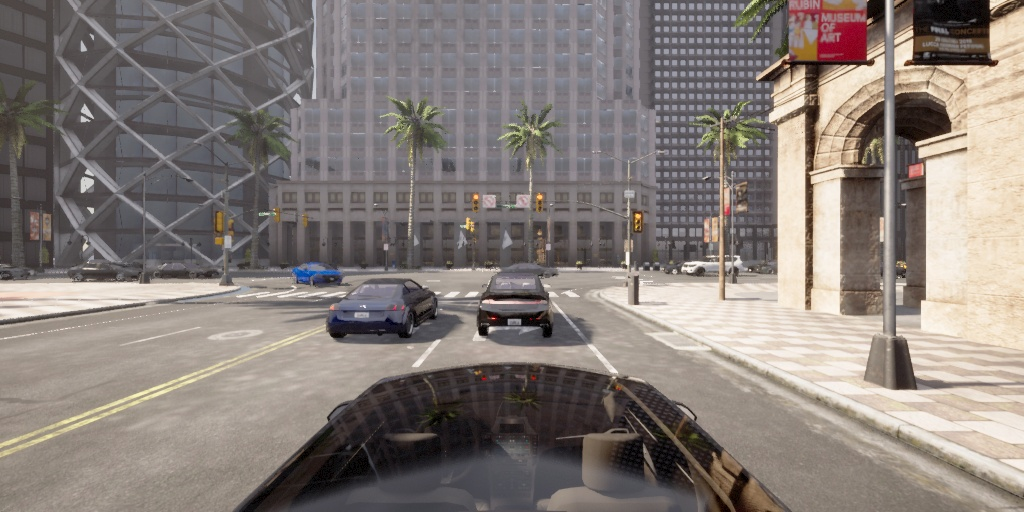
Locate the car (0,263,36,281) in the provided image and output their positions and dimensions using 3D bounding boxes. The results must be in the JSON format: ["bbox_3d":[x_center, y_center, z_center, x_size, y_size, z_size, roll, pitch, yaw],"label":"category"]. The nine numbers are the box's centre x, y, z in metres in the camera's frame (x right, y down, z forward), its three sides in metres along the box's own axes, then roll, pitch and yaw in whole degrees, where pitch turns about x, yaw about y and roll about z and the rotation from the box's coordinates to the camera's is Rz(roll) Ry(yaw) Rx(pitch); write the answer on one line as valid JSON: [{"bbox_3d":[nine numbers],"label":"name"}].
[{"bbox_3d":[-42.499,1.244,29.069,4.902,1.511,2.128,0,0,-25],"label":"car"}]

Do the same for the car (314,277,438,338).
[{"bbox_3d":[-3.415,1.314,10.183,1.994,1.385,4.181,0,0,0],"label":"car"}]

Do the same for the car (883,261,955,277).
[{"bbox_3d":[40.427,1.227,35.655,5.008,1.535,1.882,0,0,0],"label":"car"}]

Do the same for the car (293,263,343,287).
[{"bbox_3d":[-13.498,1.228,24.876,5.008,1.535,1.882,0,-1,42],"label":"car"}]

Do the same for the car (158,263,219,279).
[{"bbox_3d":[-29.439,1.297,31.991,5.357,1.411,2.033,0,0,-3],"label":"car"}]

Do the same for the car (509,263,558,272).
[{"bbox_3d":[1.455,1.297,32.110,5.357,1.411,2.033,0,0,0],"label":"car"}]

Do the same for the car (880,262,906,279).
[{"bbox_3d":[32.806,1.241,32.001,4.902,1.511,2.128,0,0,0],"label":"car"}]

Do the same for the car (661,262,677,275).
[{"bbox_3d":[18.872,1.255,39.250,4.892,1.490,1.837,0,0,0],"label":"car"}]

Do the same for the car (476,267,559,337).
[{"bbox_3d":[0.121,1.242,10.313,2.128,1.511,4.902,0,0,2],"label":"car"}]

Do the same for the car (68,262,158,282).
[{"bbox_3d":[-31.685,1.254,28.298,4.892,1.490,1.837,0,0,-6],"label":"car"}]

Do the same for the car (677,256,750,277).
[{"bbox_3d":[19.991,0.972,35.747,5.566,2.045,2.150,0,0,0],"label":"car"}]

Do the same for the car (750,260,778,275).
[{"bbox_3d":[28.835,1.314,39.207,4.181,1.385,1.994,0,0,0],"label":"car"}]
